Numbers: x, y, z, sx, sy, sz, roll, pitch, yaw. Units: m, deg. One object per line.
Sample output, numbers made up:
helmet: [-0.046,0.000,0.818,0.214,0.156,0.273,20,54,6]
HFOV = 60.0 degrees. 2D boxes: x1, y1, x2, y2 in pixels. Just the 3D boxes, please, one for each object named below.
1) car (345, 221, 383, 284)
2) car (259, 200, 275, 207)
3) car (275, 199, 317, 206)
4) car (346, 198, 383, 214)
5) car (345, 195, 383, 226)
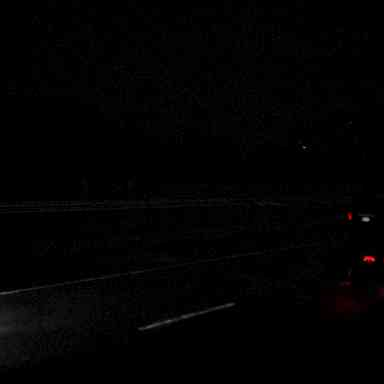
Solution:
car: [6.191,1.485,8.094,5.357,1.411,2.033,0,0,-35]
car: [9.430,1.438,36.043,4.718,1.301,1.895,0,0,-34]
car: [10.633,1.408,32.623,4.181,1.385,1.994,0,0,-34]
car: [17.603,1.340,33.099,4.892,1.490,1.837,0,0,-34]
car: [8.825,1.126,14.185,5.566,2.045,2.150,0,0,-35]
